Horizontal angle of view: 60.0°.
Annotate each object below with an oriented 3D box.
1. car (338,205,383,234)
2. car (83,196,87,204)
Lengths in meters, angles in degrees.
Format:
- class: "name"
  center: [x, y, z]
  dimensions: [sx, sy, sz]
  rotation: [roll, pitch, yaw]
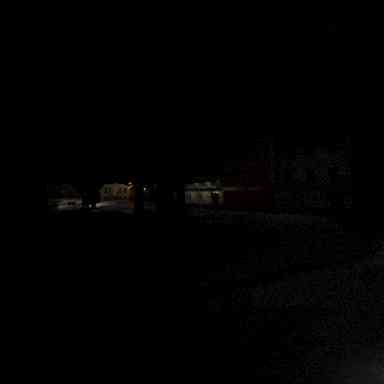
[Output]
- class: "car"
  center: [9.767, 1.370, 17.361]
  dimensions: [1.994, 1.385, 4.181]
  rotation: [0, 0, -20]
- class: "car"
  center: [-17.471, 1.319, 57.533]
  dimensions: [1.812, 1.442, 4.674]
  rotation: [-1, 0, -35]
